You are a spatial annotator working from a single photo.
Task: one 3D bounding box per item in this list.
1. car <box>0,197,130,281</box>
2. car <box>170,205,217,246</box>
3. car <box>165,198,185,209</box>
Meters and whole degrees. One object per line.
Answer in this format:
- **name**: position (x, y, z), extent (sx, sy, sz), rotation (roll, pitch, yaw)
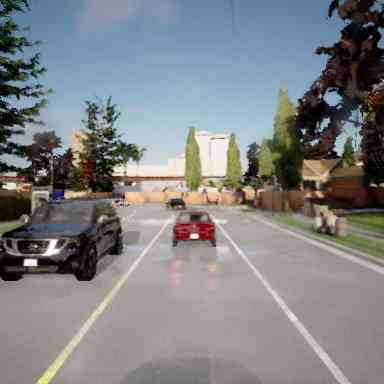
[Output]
- **car**: position (-3.604, 1.221, 10.193), extent (2.150, 2.045, 5.566), rotation (0, 0, 0)
- **car**: position (0.092, 1.526, 15.069), extent (1.812, 1.442, 4.674), rotation (0, 0, 0)
- **car**: position (-2.171, 1.522, 42.387), extent (1.837, 1.490, 4.892), rotation (1, 0, -17)
